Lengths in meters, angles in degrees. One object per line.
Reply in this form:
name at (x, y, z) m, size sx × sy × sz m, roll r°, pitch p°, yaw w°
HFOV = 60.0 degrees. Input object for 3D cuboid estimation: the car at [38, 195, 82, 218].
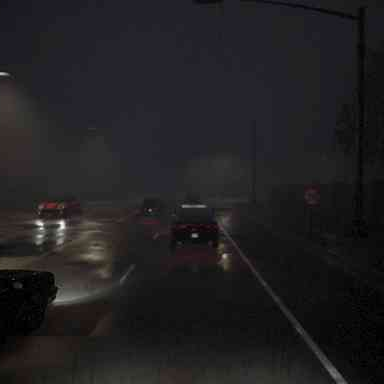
car at (-10.516, 1.086, 26.742) m, size 2.097 × 1.767 × 4.553 m, roll 0°, pitch 1°, yaw 0°

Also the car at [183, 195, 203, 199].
car at (0.100, 1.033, 35.696) m, size 2.128 × 1.511 × 4.902 m, roll 0°, pitch 1°, yaw 0°

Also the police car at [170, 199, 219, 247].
police car at (0.101, 1.345, 14.690) m, size 1.930 × 1.638 × 5.238 m, roll 0°, pitch 1°, yaw 0°

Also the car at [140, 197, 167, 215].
car at (-3.399, 1.183, 29.573) m, size 1.837 × 1.490 × 4.892 m, roll 0°, pitch 1°, yaw 0°

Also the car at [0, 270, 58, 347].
car at (-3.399, 1.542, 3.705) m, size 2.033 × 1.411 × 5.357 m, roll 0°, pitch 0°, yaw 0°
